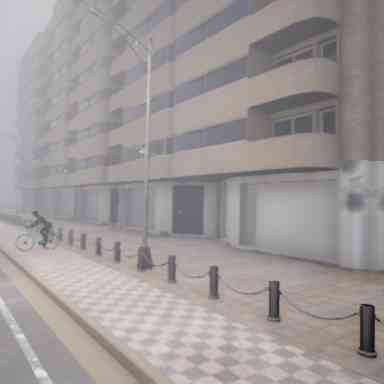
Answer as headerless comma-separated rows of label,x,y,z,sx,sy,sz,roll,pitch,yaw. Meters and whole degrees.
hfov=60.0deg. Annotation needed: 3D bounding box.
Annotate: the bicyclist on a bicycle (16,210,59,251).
bicyclist on a bicycle,-6.248,1.575,13.564,1.656,1.620,0.582,2,-2,-37
